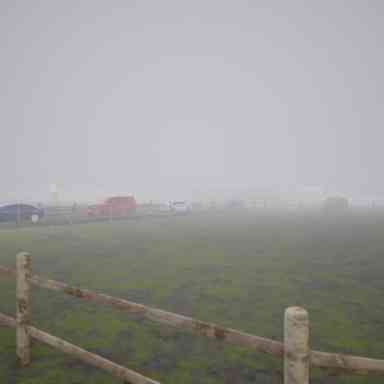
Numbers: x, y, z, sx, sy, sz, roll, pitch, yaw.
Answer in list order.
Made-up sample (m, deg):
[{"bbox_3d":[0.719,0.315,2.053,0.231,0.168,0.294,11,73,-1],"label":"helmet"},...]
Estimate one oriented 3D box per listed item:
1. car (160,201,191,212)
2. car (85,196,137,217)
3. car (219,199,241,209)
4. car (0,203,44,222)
[{"bbox_3d":[-1.996,1.818,41.925,1.812,1.442,4.674,0,0,36],"label":"car"},{"bbox_3d":[-8.035,1.419,33.669,2.150,2.045,5.566,0,0,36],"label":"car"},{"bbox_3d":[6.148,1.917,52.974,2.128,1.511,4.902,0,-1,37],"label":"car"},{"bbox_3d":[-13.955,1.590,25.505,1.882,1.535,5.008,0,0,35],"label":"car"}]
